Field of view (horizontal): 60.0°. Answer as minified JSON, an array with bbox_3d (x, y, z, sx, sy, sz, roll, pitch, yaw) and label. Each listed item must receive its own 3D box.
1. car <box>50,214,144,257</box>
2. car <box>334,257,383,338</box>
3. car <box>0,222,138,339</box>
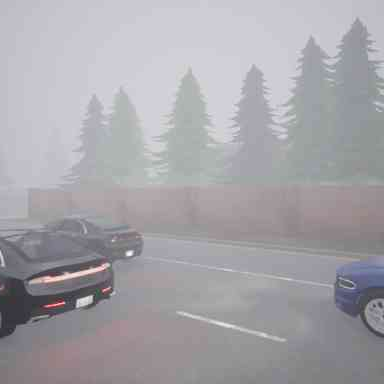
[{"bbox_3d":[-3.768,1.506,10.995,4.892,1.490,1.837,0,0,35],"label":"car"},{"bbox_3d":[4.783,1.478,4.877,5.008,1.535,1.882,0,0,36],"label":"car"},{"bbox_3d":[-3.643,1.492,6.600,4.902,1.511,2.128,0,0,36],"label":"car"}]
